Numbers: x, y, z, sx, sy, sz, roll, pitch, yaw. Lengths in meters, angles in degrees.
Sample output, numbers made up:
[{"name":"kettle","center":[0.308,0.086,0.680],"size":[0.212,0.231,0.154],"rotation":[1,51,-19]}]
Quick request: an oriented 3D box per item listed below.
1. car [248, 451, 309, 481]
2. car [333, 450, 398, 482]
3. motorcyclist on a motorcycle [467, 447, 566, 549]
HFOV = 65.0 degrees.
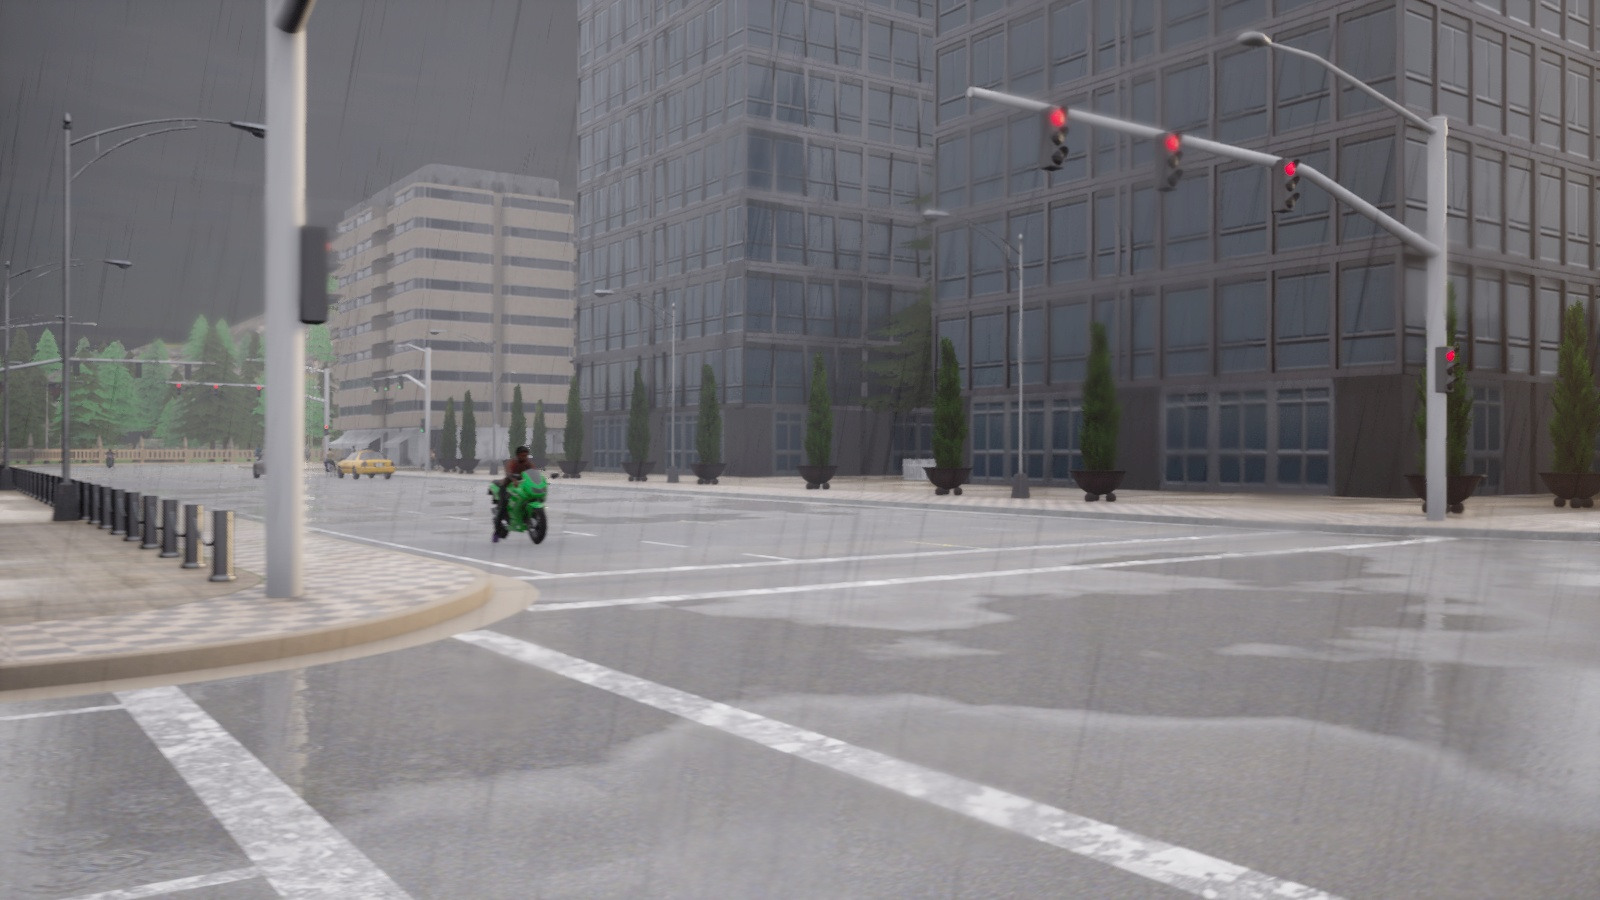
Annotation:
[{"name":"car","center":[-27.029,0.794,65.004],"size":[2.007,1.525,4.514],"rotation":[0,0,-34]},{"name":"car","center":[-22.296,0.777,64.279],"size":[1.801,1.575,5.366],"rotation":[0,0,-34]},{"name":"motorcyclist on a motorcycle","center":[-4.466,0.713,19.684],"size":[0.797,1.523,2.044],"rotation":[0,0,-35]}]
